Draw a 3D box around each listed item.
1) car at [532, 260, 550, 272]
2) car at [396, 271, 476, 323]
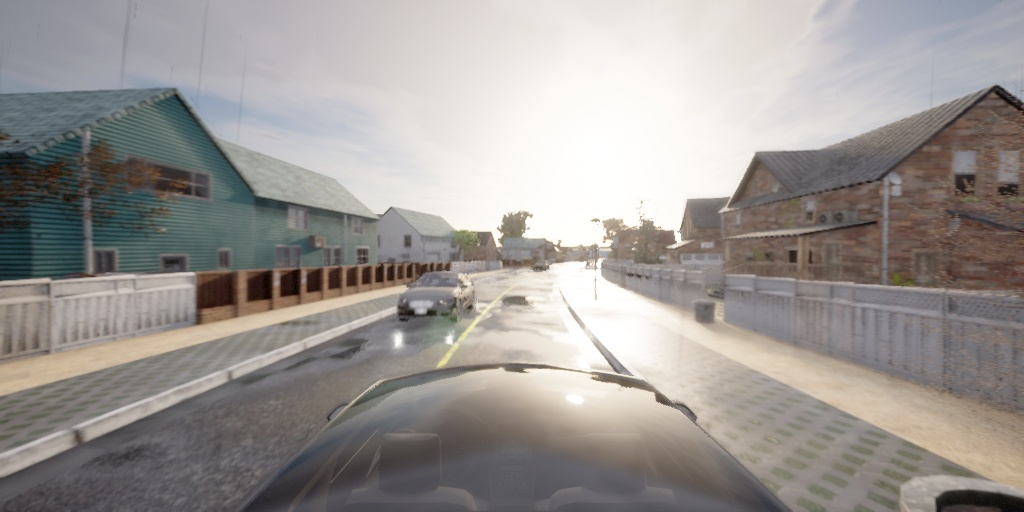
[{"bbox_3d":[4.486,1.437,54.720,2.097,1.767,4.553,0,0,15],"label":"car"},{"bbox_3d":[-2.449,1.312,12.609,2.128,1.511,4.902,0,0,3],"label":"car"}]
